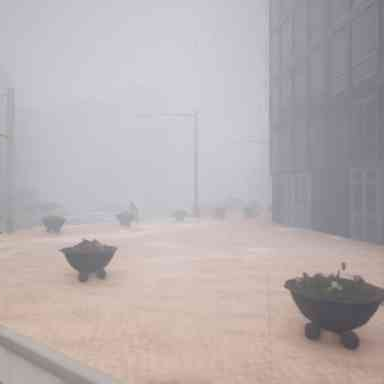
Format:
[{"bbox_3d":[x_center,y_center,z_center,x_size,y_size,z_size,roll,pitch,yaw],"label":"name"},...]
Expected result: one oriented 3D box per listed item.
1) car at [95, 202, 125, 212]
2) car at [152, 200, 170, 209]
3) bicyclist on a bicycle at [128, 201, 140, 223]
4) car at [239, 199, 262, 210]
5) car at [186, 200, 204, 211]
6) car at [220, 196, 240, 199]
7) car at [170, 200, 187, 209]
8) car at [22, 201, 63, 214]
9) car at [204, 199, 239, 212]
[{"bbox_3d":[-11.013,2.039,45.154,1.994,1.385,4.181,0,-1,35],"label":"car"},{"bbox_3d":[-5.065,2.195,59.459,1.882,1.535,5.008,0,-1,36],"label":"car"},{"bbox_3d":[-4.623,1.541,25.696,1.656,1.620,0.582,-1,-1,35],"label":"bicyclist on a bicycle"},{"bbox_3d":[10.374,2.264,56.989,2.128,1.511,4.902,0,-1,35],"label":"car"},{"bbox_3d":[1.741,2.110,50.792,1.882,1.535,5.008,0,-1,36],"label":"car"},{"bbox_3d":[7.538,2.007,59.042,2.150,2.045,5.566,0,-1,35],"label":"car"},{"bbox_3d":[-1.082,2.130,58.989,1.882,1.535,5.008,0,-1,35],"label":"car"},{"bbox_3d":[-18.321,1.877,40.911,1.837,1.490,4.892,0,-1,35],"label":"car"},{"bbox_3d":[4.371,2.105,48.449,2.128,1.511,4.902,0,-1,36],"label":"car"}]
